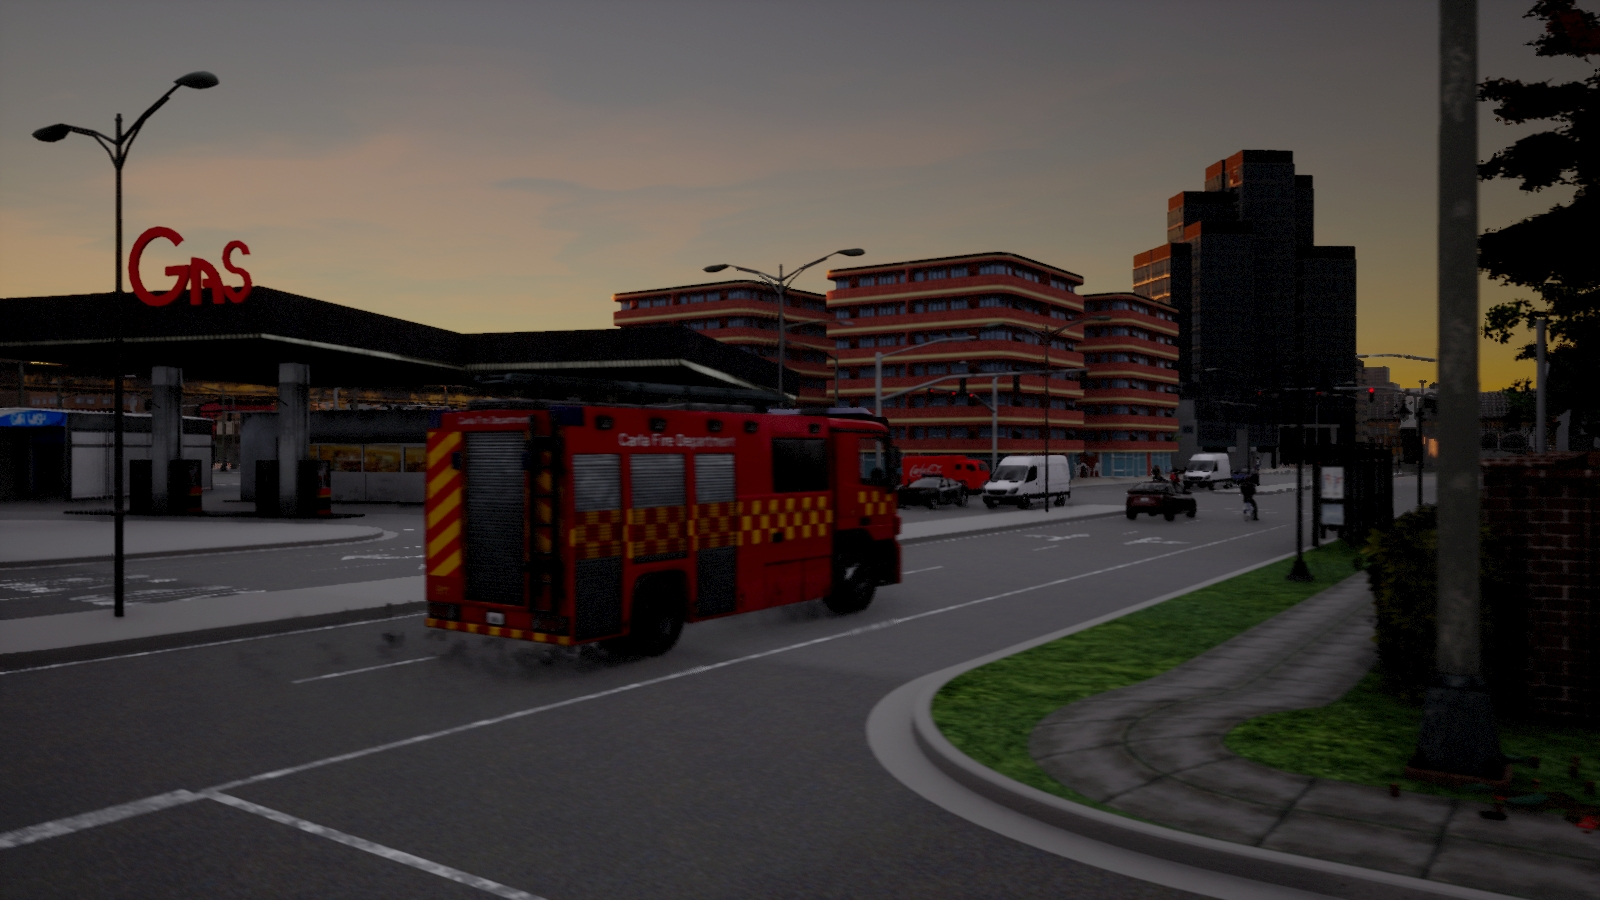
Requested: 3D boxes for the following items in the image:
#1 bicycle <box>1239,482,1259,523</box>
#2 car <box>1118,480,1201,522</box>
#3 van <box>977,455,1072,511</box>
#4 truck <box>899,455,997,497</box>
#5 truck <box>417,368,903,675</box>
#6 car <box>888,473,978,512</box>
[{"bbox_3d":[17.628,2.048,44.826,0.329,1.496,1.835,0,0,35],"label":"bicycle"},{"bbox_3d":[14.739,2.040,46.674,2.007,1.525,4.514,0,0,34],"label":"car"},{"bbox_3d":[10.950,1.534,55.386,1.988,2.561,5.915,0,0,39],"label":"van"},{"bbox_3d":[9.024,1.588,69.774,5.204,2.467,2.627,-2,-1,34],"label":"truck"},{"bbox_3d":[-1.706,0.890,18.517,2.891,3.827,8.468,0,0,35],"label":"truck"},{"bbox_3d":[6.408,1.982,54.693,2.097,1.638,5.238,0,0,34],"label":"car"}]
